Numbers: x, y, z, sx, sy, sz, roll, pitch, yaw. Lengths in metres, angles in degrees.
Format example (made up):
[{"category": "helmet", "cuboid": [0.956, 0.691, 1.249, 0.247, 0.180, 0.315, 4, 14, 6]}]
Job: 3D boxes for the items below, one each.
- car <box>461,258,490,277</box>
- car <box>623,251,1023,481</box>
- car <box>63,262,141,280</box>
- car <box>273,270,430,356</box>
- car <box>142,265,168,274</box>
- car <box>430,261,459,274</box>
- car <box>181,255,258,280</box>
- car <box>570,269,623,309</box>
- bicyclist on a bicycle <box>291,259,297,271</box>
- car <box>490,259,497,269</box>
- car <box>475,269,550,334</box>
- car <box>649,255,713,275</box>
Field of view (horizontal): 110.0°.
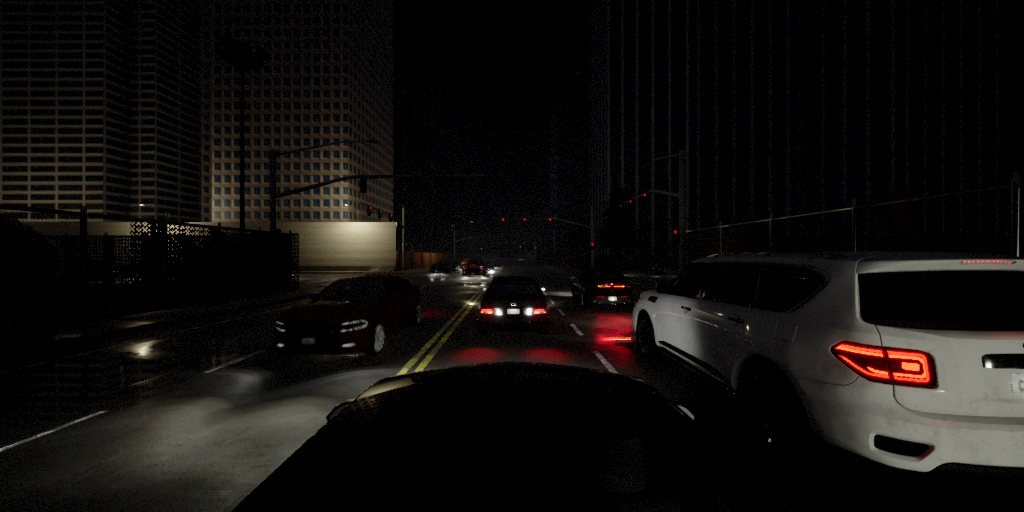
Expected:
[{"category": "car", "cuboid": [-3.602, 1.075, 35.084, 2.097, 1.767, 4.553, 0, 0, 0]}, {"category": "car", "cuboid": [3.601, 0.971, 5.166, 2.150, 2.045, 5.566, 0, 0, 0]}, {"category": "car", "cuboid": [-34.468, 1.200, 29.793, 4.892, 1.490, 1.837, 0, 0, 0]}, {"category": "car", "cuboid": [-3.601, 1.227, 8.833, 1.882, 1.535, 5.008, 0, 0, 0]}, {"category": "car", "cuboid": [-38.221, 1.258, 36.999, 4.181, 1.385, 1.994, 0, 0, 0]}, {"category": "car", "cuboid": [-7.793, 1.285, 41.909, 2.033, 1.411, 5.357, 0, -1, 11]}, {"category": "car", "cuboid": [-24.085, 0.916, 29.768, 5.566, 2.045, 2.150, 0, 0, 0]}, {"category": "car", "cuboid": [3.636, 1.255, 15.026, 1.837, 1.490, 4.892, 0, 0, 2]}, {"category": "bicyclist on a bicycle", "cuboid": [-25.578, 0.995, 41.753, 0.582, 1.620, 1.656, 0, 0, 0]}, {"category": "car", "cuboid": [-3.601, 1.351, 52.971, 1.895, 1.301, 4.718, 0, 0, 0]}, {"category": "car", "cuboid": [0.055, 1.297, 10.600, 2.033, 1.411, 5.357, 0, 0, 1]}, {"category": "car", "cuboid": [17.307, 0.917, 36.883, 5.566, 2.045, 2.150, 0, 0, 0]}]
